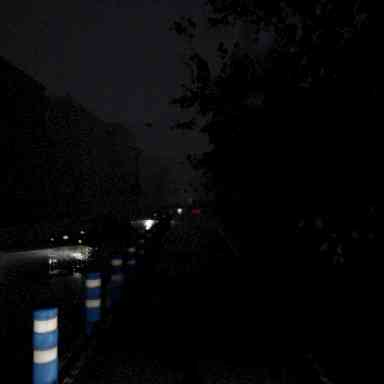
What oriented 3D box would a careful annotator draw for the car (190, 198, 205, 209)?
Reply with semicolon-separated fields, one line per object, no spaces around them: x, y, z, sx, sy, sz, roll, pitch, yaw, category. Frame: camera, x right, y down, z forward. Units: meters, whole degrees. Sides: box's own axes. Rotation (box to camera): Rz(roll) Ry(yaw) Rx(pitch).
0.800;1.736;50.311;1.837;1.490;4.892;0;-1;1;car

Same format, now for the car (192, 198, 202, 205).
0.974;1.859;64.259;1.895;1.301;4.718;0;0;1;car

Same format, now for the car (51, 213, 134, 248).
-4.442;1.670;15.411;1.994;1.385;4.181;0;0;21;car

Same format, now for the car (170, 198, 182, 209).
-2.595;1.713;50.965;1.882;1.535;5.008;0;-1;2;car

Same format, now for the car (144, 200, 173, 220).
-3.059;1.731;29.932;1.994;1.385;4.181;0;0;1;car
